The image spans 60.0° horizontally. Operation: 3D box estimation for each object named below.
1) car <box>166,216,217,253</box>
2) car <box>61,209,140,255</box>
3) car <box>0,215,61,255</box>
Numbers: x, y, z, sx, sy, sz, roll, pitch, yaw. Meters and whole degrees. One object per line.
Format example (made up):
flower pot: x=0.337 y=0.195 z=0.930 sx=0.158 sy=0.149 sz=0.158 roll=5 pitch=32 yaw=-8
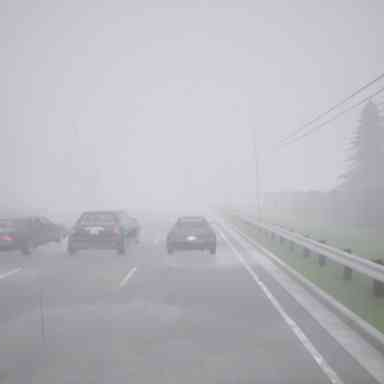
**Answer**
car: x=-0.009 y=1.703 z=14.306 sx=1.994 sy=1.385 sz=4.181 roll=0 pitch=-1 yaw=0
car: x=-3.511 y=1.487 z=14.067 sx=2.097 sy=1.767 sz=4.553 roll=0 pitch=-1 yaw=0
car: x=-7.012 y=1.683 z=13.968 sx=2.033 sy=1.411 sz=5.357 roll=0 pitch=-1 yaw=0
